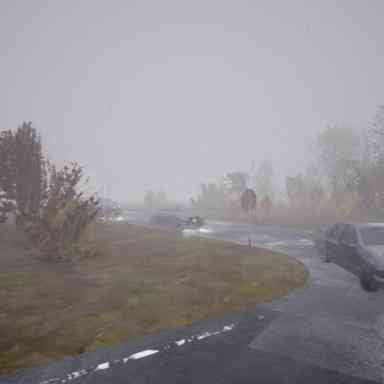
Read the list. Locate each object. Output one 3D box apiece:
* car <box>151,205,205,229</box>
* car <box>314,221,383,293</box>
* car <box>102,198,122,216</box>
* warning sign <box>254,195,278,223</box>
[{"bbox_3d":[-1.008,1.576,21.895,1.994,1.385,4.181,0,0,-36],"label":"car"},{"bbox_3d":[4.941,1.548,9.098,2.033,1.411,5.357,0,0,4],"label":"car"},{"bbox_3d":[-8.601,1.376,32.507,2.097,1.767,4.553,0,0,-36],"label":"car"},{"bbox_3d":[5.156,1.145,23.170,1.300,1.860,1.060,0,0,-36],"label":"warning sign"}]
